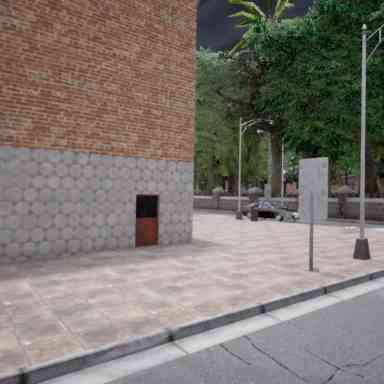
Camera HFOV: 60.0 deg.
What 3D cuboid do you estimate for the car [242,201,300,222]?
[{"bbox_3d":[5.977,1.480,25.543,2.128,1.511,4.902,2,-1,-36],"label":"car"}]

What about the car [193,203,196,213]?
[{"bbox_3d":[-1.506,1.333,35.900,2.097,1.767,4.553,2,-1,-36],"label":"car"}]
